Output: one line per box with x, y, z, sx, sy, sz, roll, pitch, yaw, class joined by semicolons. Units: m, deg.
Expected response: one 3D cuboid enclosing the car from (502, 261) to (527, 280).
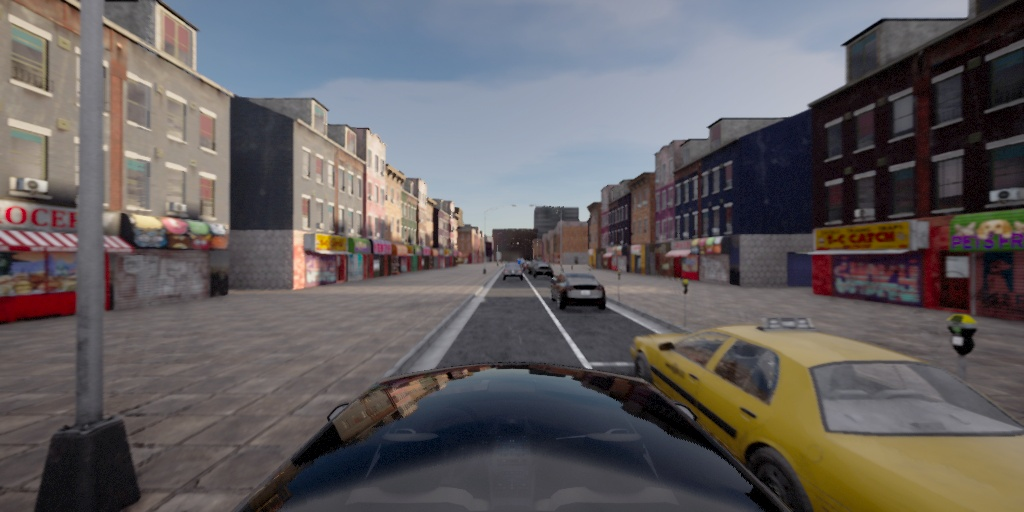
0.095;1.411;33.168;2.033;1.411;5.357;0;0;0;car

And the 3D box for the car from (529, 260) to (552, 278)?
3.008;1.382;36.040;1.837;1.490;4.892;0;0;0;car

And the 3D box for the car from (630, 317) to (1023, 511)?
2.637;1.280;3.717;1.751;1.417;4.829;0;0;0;car

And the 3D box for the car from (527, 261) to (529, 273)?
2.974;1.263;43.010;2.097;1.767;4.553;0;0;0;car

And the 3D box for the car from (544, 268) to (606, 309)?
2.633;1.354;14.906;1.948;1.339;4.313;0;0;0;car

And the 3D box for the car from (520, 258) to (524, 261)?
2.619;1.406;54.662;1.967;1.591;4.097;0;0;0;car

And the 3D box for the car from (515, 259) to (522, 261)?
0.083;1.458;47.682;1.812;1.442;4.674;0;0;0;car
